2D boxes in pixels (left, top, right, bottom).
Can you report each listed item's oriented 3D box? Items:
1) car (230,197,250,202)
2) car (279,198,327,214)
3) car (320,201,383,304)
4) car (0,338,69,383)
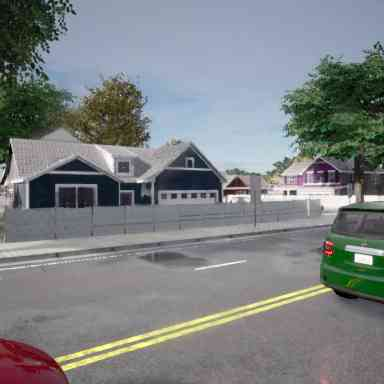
[{"bbox_3d":[7.024,1.431,45.076,2.097,1.767,4.553,-1,0,-31],"label":"car"},{"bbox_3d":[12.202,1.494,36.926,1.882,1.535,5.008,-1,0,-33],"label":"car"},{"bbox_3d":[5.070,1.210,7.100,5.566,2.045,2.150,0,0,-35],"label":"car"},{"bbox_3d":[-3.054,1.476,1.263,5.008,1.535,1.882,0,0,-35],"label":"car"}]
